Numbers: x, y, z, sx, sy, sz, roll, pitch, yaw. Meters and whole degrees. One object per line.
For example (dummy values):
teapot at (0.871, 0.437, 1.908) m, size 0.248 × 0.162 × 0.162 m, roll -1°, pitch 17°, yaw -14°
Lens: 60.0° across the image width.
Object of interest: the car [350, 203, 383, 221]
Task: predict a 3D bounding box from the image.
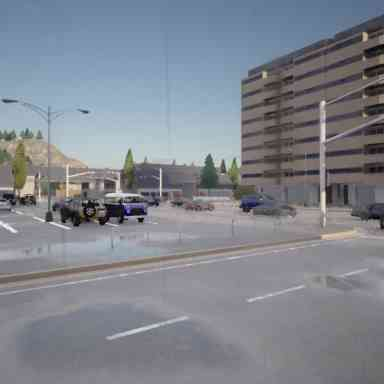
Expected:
car at (15.173, 1.590, 25.692) m, size 2.033 × 1.411 × 5.357 m, roll 0°, pitch 0°, yaw -35°

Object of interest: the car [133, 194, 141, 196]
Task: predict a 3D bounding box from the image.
car at (-9.309, 1.547, 66.534) m, size 2.128 × 1.511 × 4.902 m, roll 0°, pitch 0°, yaw -35°

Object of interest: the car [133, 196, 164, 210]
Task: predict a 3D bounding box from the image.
car at (-6.699, 1.656, 50.473) m, size 1.895 × 1.301 × 4.718 m, roll 0°, pitch 0°, yaw -35°

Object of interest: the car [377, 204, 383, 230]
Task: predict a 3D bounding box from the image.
car at (11.523, 1.576, 18.037) m, size 1.994 × 1.385 × 4.181 m, roll 1°, pitch 0°, yaw 24°

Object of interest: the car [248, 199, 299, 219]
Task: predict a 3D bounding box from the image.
car at (7.601, 1.620, 30.306) m, size 1.994 × 1.385 × 4.181 m, roll 0°, pitch 0°, yaw -36°

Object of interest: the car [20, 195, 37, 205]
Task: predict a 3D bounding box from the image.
car at (-27.292, 1.209, 55.329) m, size 1.932 × 1.855 × 4.605 m, roll 0°, pitch 0°, yaw -35°

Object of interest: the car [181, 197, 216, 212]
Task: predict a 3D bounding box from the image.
car at (0.994, 1.620, 39.617) m, size 1.994 × 1.385 × 4.181 m, roll 0°, pitch 0°, yaw -35°

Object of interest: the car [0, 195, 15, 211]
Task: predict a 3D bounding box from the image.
car at (-21.832, 1.451, 37.872) m, size 1.970 × 1.475 × 3.806 m, roll 0°, pitch 0°, yaw -35°

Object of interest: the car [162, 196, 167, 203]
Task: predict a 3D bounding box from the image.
car at (-6.997, 1.546, 69.324) m, size 2.128 × 1.511 × 4.902 m, roll 0°, pitch 0°, yaw -35°

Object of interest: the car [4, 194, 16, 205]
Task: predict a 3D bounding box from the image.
car at (-29.688, 1.212, 53.706) m, size 1.905 × 1.878 × 3.866 m, roll 0°, pitch 0°, yaw -35°

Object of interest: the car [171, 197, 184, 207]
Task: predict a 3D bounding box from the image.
car at (-1.262, 1.559, 48.842) m, size 1.837 × 1.490 × 4.892 m, roll 0°, pitch 0°, yaw -35°

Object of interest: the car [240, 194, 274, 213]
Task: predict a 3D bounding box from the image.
car at (7.698, 1.273, 36.210) m, size 2.150 × 2.045 × 5.566 m, roll 0°, pitch 1°, yaw -35°
